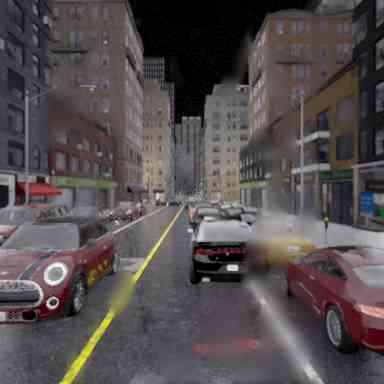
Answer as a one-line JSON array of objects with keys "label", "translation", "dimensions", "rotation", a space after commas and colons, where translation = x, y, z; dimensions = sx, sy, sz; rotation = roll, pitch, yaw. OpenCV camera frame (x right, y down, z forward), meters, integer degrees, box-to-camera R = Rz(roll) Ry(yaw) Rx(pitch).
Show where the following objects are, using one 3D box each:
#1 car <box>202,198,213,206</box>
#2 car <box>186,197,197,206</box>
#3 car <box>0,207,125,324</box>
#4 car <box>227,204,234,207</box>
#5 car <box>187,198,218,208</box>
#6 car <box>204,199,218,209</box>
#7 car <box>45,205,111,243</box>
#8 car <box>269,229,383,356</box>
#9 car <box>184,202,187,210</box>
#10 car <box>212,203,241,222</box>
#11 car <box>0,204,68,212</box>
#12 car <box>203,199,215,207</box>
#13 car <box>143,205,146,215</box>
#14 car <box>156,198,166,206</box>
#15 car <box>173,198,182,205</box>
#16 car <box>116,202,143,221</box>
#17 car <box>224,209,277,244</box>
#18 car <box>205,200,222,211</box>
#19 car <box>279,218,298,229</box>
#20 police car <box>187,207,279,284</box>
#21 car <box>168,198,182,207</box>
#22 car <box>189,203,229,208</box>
[{"label": "car", "translation": [2.833, 1.892, 61.834], "dimensions": [1.802, 1.307, 4.206], "rotation": [-1, 0, 0]}, {"label": "car", "translation": [-0.036, 1.784, 60.965], "dimensions": [1.882, 1.535, 5.008], "rotation": [0, 0, 0]}, {"label": "car", "translation": [-3.105, 1.393, 7.527], "dimensions": [2.097, 1.767, 4.553], "rotation": [0, 0, 0]}, {"label": "car", "translation": [2.846, 1.687, 22.734], "dimensions": [1.947, 1.339, 4.313], "rotation": [-1, 0, 0]}, {"label": "car", "translation": [0.819, 1.489, 25.752], "dimensions": [2.097, 1.767, 4.553], "rotation": [0, 0, -1]}, {"label": "car", "translation": [2.837, 1.785, 50.833], "dimensions": [1.752, 1.417, 4.829], "rotation": [-1, 0, 0]}, {"label": "car", "translation": [-5.688, 1.532, 17.144], "dimensions": [1.967, 1.590, 4.097], "rotation": [-1, 0, 0]}, {"label": "car", "translation": [2.852, 1.615, 5.976], "dimensions": [1.802, 1.307, 4.206], "rotation": [-1, 0, 0]}, {"label": "car", "translation": [-0.018, 1.748, 47.206], "dimensions": [1.837, 1.490, 4.892], "rotation": [0, 0, 0]}, {"label": "car", "translation": [2.844, 1.701, 28.320], "dimensions": [2.008, 1.369, 4.403], "rotation": [-1, 0, 0]}, {"label": "car", "translation": [-5.687, 1.378, 11.559], "dimensions": [2.192, 1.841, 5.009], "rotation": [-1, 0, 0]}, {"label": "car", "translation": [2.835, 1.851, 56.249], "dimensions": [1.947, 1.339, 4.313], "rotation": [-1, 0, 0]}, {"label": "car", "translation": [-5.696, 1.761, 33.900], "dimensions": [1.802, 1.307, 4.206], "rotation": [-1, 0, 0]}, {"label": "car", "translation": [-5.712, 1.855, 61.828], "dimensions": [1.887, 1.381, 4.507], "rotation": [-1, 0, 0]}, {"label": "car", "translation": [-3.041, 1.952, 70.758], "dimensions": [1.895, 1.301, 4.718], "rotation": [0, 0, 0]}, {"label": "car", "translation": [-5.695, 1.590, 28.315], "dimensions": [1.967, 1.590, 4.097], "rotation": [-1, 0, 0]}, {"label": "car", "translation": [2.848, 1.658, 17.148], "dimensions": [1.947, 1.339, 4.313], "rotation": [-1, 0, 0]}, {"label": "car", "translation": [2.839, 1.784, 45.077], "dimensions": [2.008, 1.369, 4.403], "rotation": [-1, 0, 0]}, {"label": "car", "translation": [2.849, 1.589, 11.732], "dimensions": [1.752, 1.417, 4.829], "rotation": [-1, 0, 0]}, {"label": "police car", "translation": [0.893, 1.479, 9.899], "dimensions": [1.930, 1.638, 5.238], "rotation": [0, 0, 0]}, {"label": "car", "translation": [-3.050, 1.894, 58.002], "dimensions": [1.895, 1.301, 4.718], "rotation": [0, 0, 0]}, {"label": "car", "translation": [0.887, 1.612, 19.788], "dimensions": [1.837, 1.490, 4.892], "rotation": [0, 0, 0]}]
